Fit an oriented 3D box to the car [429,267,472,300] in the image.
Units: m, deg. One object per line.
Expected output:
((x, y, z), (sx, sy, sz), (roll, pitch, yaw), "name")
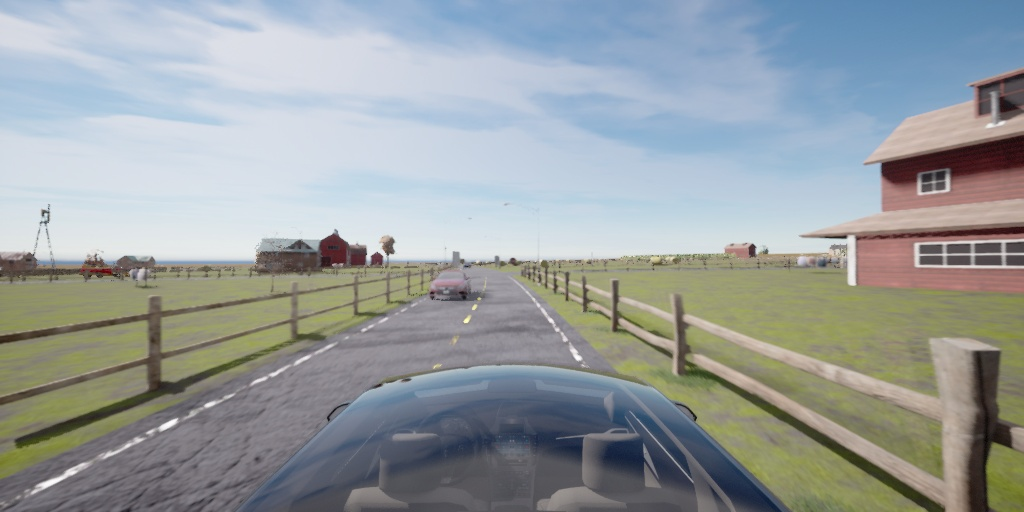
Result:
((-3.209, 1.485, 19.407), (1.812, 1.442, 4.674), (0, -1, -2), "car")
